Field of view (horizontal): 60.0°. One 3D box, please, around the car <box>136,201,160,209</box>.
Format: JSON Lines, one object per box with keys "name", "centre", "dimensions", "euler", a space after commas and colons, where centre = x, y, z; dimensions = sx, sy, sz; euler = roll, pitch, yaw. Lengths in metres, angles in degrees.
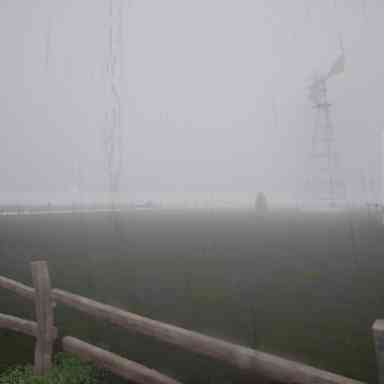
{"name": "car", "centre": [-8.686, 2.587, 66.083], "dimensions": [2.033, 1.411, 5.357], "euler": [-1, -1, 35]}
